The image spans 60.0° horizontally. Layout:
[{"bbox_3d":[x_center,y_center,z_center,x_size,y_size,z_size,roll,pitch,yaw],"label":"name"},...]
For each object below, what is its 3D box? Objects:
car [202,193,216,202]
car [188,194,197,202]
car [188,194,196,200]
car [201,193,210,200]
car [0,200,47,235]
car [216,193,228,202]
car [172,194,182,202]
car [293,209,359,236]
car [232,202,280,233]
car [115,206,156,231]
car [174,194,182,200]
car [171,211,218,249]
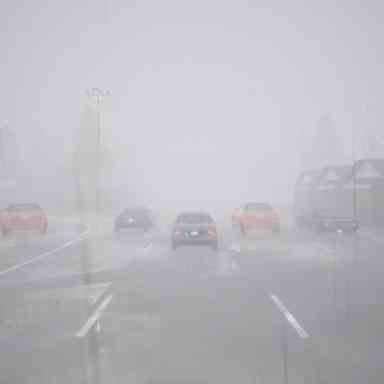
[{"bbox_3d":[3.504,1.278,74.326,2.097,1.767,4.553,0,0,0],"label":"car"},{"bbox_3d":[0.004,1.462,73.941,2.033,1.411,5.357,0,0,0],"label":"car"},{"bbox_3d":[0.004,1.249,84.360,1.882,1.535,5.008,0,0,0],"label":"car"},{"bbox_3d":[3.504,1.127,84.330,2.097,1.767,4.553,0,0,0],"label":"car"},{"bbox_3d":[-9.674,1.334,18.927,2.097,1.767,4.553,0,0,-32],"label":"car"},{"bbox_3d":[7.004,1.482,75.418,1.994,1.385,4.181,0,0,0],"label":"car"},{"bbox_3d":[-3.496,1.462,73.941,2.033,1.411,5.357,0,0,0],"label":"car"},{"bbox_3d":[7.100,1.584,18.209,1.895,1.301,4.718,0,0,0],"label":"car"},{"bbox_3d":[3.599,1.334,19.529,2.097,1.767,4.553,0,0,0],"label":"car"},{"bbox_3d":[-3.400,1.545,20.440,1.994,1.385,4.181,0,0,0],"label":"car"},{"bbox_3d":[-3.496,1.296,84.360,1.812,1.442,4.674,0,0,0],"label":"car"},{"bbox_3d":[0.098,1.534,14.449,2.033,1.411,5.357,0,0,0],"label":"car"}]
